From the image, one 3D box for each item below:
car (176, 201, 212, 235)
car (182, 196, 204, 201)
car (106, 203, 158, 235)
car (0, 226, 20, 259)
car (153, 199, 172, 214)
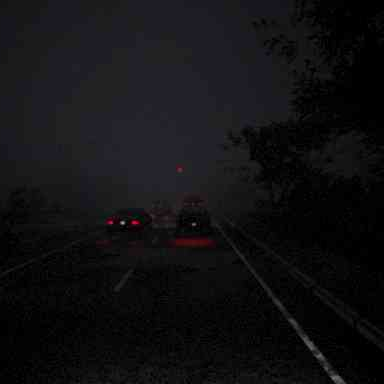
[{"bbox_3d":[0.097,1.517,19.353,1.882,1.535,5.008,0,-1,0],"label":"car"},{"bbox_3d":[0.101,1.435,37.103,2.150,2.045,5.566,0,-1,0],"label":"car"},{"bbox_3d":[-3.402,1.585,18.838,2.033,1.411,5.357,0,0,0],"label":"car"},{"bbox_3d":[-7.042,1.585,10.004,1.994,1.385,4.181,0,0,1],"label":"car"},{"bbox_3d":[-3.403,1.576,37.515,2.097,1.767,4.553,0,-2,0],"label":"car"}]
